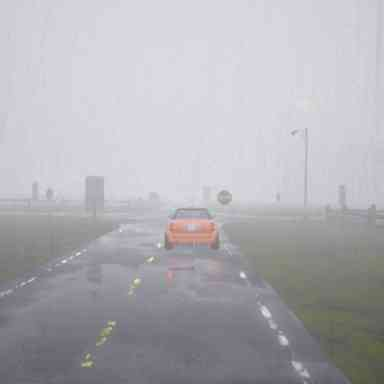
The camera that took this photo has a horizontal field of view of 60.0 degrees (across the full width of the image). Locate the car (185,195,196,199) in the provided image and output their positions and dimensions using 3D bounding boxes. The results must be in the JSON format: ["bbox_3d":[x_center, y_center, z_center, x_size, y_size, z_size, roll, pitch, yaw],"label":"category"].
[{"bbox_3d":[-0.012,1.560,73.559,2.033,1.411,5.357,0,0,-2],"label":"car"}]

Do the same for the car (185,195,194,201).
[{"bbox_3d":[-0.742,1.507,87.417,1.837,1.490,4.892,0,0,-6],"label":"car"}]

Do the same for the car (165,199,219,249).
[{"bbox_3d":[-0.001,1.370,14.620,2.097,1.767,4.553,0,0,0],"label":"car"}]
